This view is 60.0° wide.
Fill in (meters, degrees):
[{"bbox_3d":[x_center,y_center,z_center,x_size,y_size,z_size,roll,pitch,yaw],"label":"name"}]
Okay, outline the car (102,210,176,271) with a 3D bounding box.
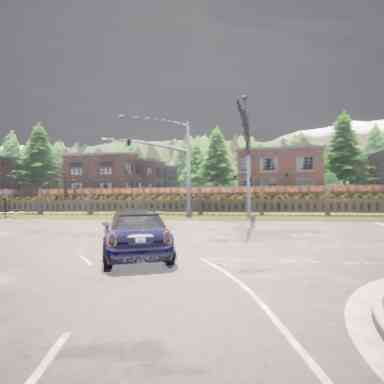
[{"bbox_3d":[-1.964,1.393,11.421,2.097,1.767,4.553,-1,0,-14],"label":"car"}]
